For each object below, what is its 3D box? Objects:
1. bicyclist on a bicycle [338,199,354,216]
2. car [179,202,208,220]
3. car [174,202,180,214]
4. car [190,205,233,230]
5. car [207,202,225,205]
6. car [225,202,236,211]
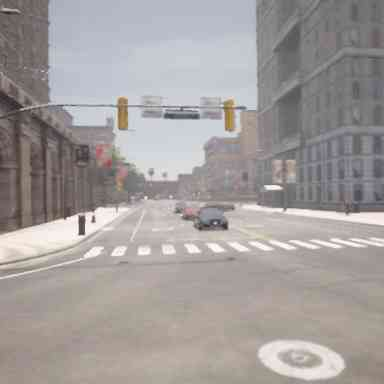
[{"bbox_3d":[14.826,1.517,32.077,1.656,1.620,0.582,-1,-1,-7],"label":"bicyclist on a bicycle"},{"bbox_3d":[0.089,1.979,33.337,1.812,1.442,4.674,-1,-1,-7],"label":"car"},{"bbox_3d":[-1.406,2.144,45.506,1.837,1.490,4.892,-1,-1,-7],"label":"car"},{"bbox_3d":[1.279,1.869,23.583,1.994,1.385,4.181,-1,-1,-7],"label":"car"},{"bbox_3d":[2.572,2.057,43.465,1.837,1.490,4.892,-1,-1,-7],"label":"car"},{"bbox_3d":[5.142,2.154,50.332,2.033,1.411,5.357,-1,-1,-8],"label":"car"}]
